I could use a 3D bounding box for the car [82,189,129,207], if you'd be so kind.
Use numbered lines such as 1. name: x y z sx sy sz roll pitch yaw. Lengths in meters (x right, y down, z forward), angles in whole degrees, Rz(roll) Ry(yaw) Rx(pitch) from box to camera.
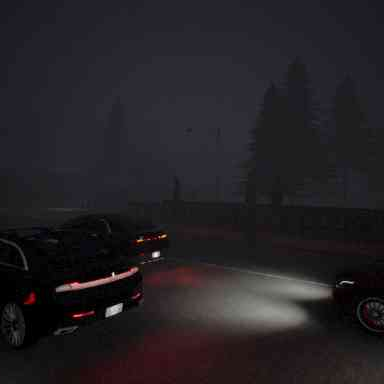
1. car: -9.582 0.690 37.442 2.150 2.045 5.566 1 1 38

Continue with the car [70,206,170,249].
1. car: -2.918 1.386 10.343 4.892 1.490 1.837 1 1 36

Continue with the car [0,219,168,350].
1. car: -3.064 1.413 6.136 4.902 1.511 2.128 1 1 36

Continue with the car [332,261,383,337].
1. car: 4.624 1.525 4.987 4.674 1.442 1.812 0 0 36
